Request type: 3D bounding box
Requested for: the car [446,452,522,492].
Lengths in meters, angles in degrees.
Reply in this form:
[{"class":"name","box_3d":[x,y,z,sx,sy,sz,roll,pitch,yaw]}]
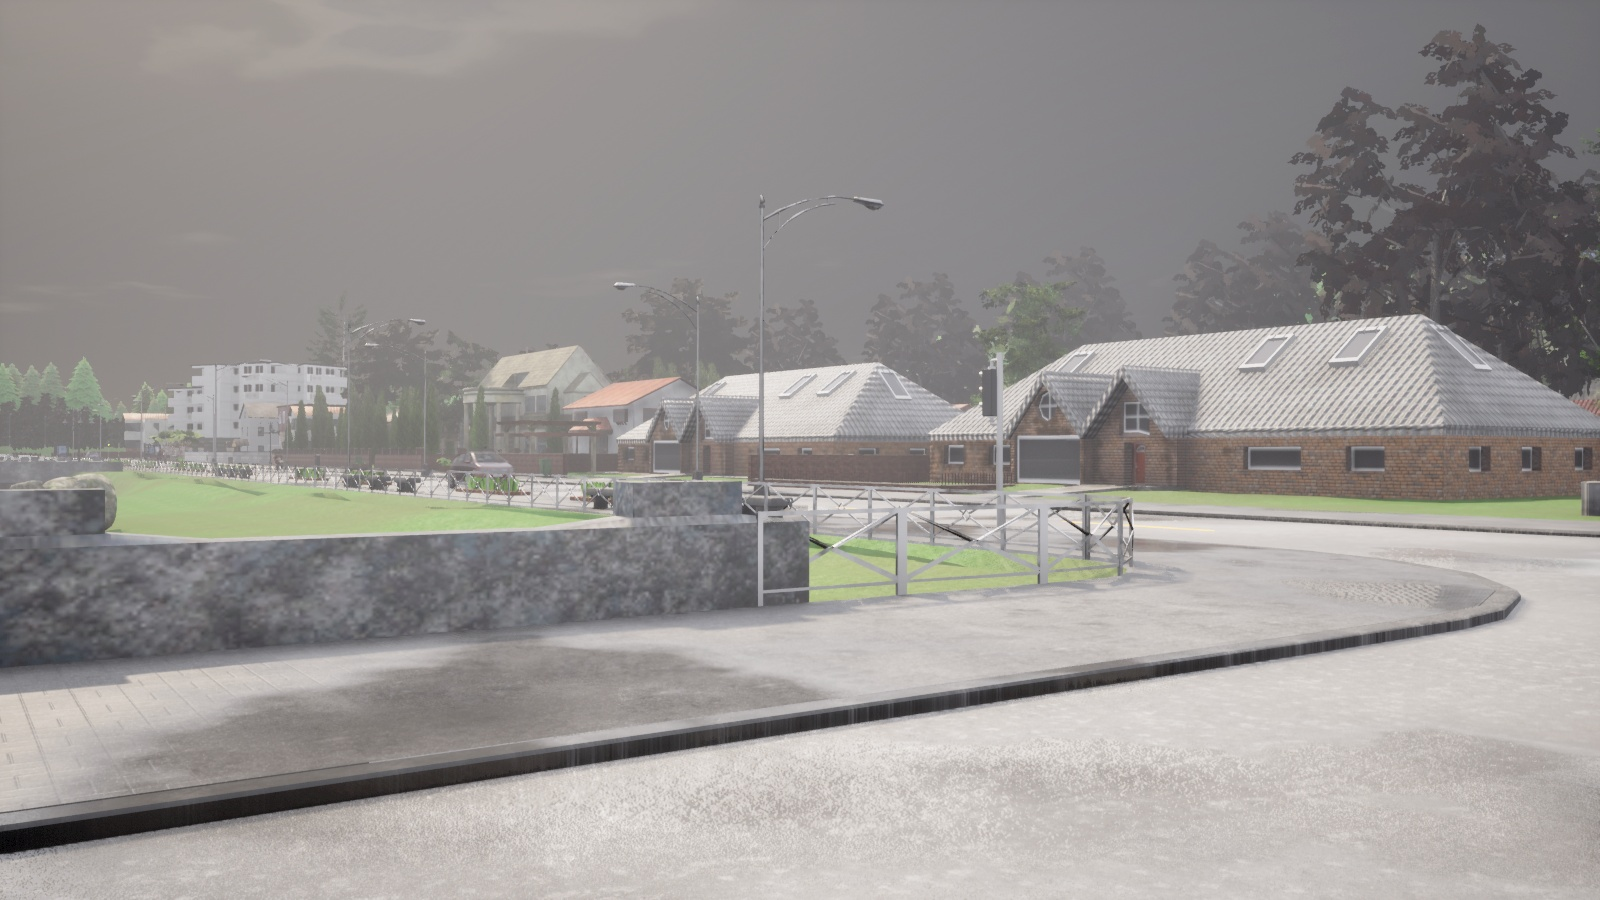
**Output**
[{"class":"car","box_3d":[-12.768,0.874,50.582,1.789,1.549,3.705,0,0,-35]}]
